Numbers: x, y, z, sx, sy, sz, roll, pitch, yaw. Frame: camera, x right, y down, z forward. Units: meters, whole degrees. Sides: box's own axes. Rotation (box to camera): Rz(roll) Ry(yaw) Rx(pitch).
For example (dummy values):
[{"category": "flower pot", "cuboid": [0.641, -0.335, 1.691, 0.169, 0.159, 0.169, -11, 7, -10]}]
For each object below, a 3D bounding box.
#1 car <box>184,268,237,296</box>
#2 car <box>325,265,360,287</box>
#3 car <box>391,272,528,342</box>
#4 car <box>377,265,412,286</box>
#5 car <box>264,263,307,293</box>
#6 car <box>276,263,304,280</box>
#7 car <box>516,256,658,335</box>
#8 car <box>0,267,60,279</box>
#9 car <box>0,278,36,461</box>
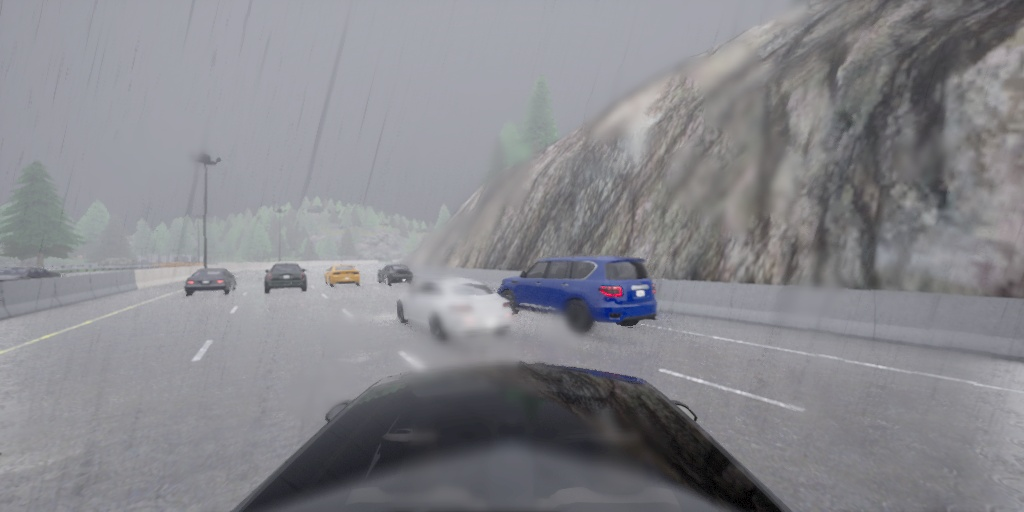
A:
[{"category": "car", "cuboid": [-17.096, 1.412, 20.519, 2.033, 1.411, 5.357, 0, -1, -33]}, {"category": "car", "cuboid": [-12.516, 1.383, 26.386, 1.882, 1.535, 5.008, 0, 0, -32]}, {"category": "car", "cuboid": [-1.739, 1.329, 10.012, 1.812, 1.442, 4.674, 0, 0, -34]}, {"category": "car", "cuboid": [-8.847, 1.419, 27.138, 1.837, 1.490, 4.892, 0, 0, -33]}, {"category": "car", "cuboid": [-13.971, 1.230, 22.163, 2.097, 1.767, 4.553, 0, 0, -33]}, {"category": "car", "cuboid": [-21.948, 1.454, 35.632, 2.128, 1.511, 4.902, 0, 0, -29]}, {"category": "car", "cuboid": [1.710, 1.034, 11.149, 2.150, 2.045, 5.566, 0, 0, -34]}, {"category": "car", "cuboid": [-30.755, 1.420, 22.370, 2.033, 1.411, 5.357, 0, 0, -30]}, {"category": "car", "cuboid": [-4.036, 1.096, 0.838, 2.097, 1.767, 4.553, 0, 0, -34]}]
